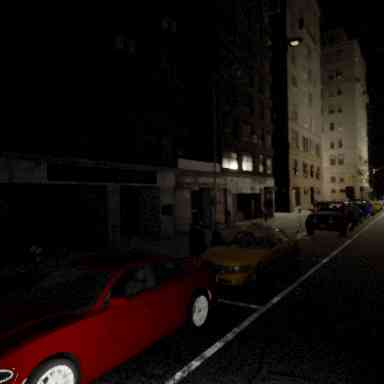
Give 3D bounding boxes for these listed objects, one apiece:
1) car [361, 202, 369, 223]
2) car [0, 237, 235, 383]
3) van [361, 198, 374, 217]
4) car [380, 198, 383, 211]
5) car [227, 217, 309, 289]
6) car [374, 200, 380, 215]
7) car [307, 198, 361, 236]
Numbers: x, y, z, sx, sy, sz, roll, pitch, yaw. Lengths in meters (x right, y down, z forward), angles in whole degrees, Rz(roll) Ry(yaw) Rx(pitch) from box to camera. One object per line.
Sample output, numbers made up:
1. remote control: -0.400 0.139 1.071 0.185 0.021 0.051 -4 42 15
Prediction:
1. car: 11.183 1.654 23.915 2.008 1.369 4.403 -2 -1 33
2. car: -1.274 1.631 4.971 1.887 1.381 4.507 -2 -1 33
3. van: 14.293 1.449 28.654 1.690 1.788 3.998 -2 -1 33
4. car: 20.433 1.634 37.984 1.752 1.417 4.829 -1 -1 33
5. car: 1.747 1.616 9.566 1.752 1.417 4.829 -2 -1 33
6. car: 17.318 1.634 33.246 1.752 1.417 4.829 -1 -1 33
7. car: 8.065 1.414 19.183 2.192 1.841 5.009 -2 -1 33
